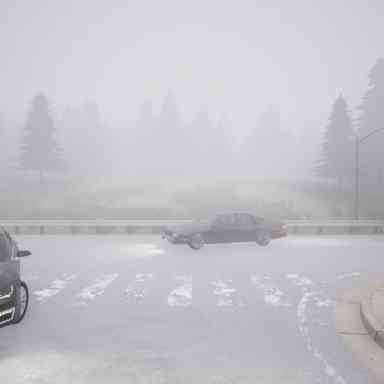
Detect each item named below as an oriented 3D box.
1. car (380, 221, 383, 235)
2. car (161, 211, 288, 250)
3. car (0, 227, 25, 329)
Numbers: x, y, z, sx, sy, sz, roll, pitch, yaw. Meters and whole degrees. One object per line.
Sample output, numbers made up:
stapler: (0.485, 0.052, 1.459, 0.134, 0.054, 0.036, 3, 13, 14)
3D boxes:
car: (11.237, 1.491, 15.151, 4.902, 1.511, 2.128, 0, 0, 0)
car: (1.458, 1.547, 14.273, 5.357, 1.411, 2.033, 0, 0, -20)
car: (-4.457, 1.505, 6.632, 1.837, 1.490, 4.892, 0, 0, -28)
